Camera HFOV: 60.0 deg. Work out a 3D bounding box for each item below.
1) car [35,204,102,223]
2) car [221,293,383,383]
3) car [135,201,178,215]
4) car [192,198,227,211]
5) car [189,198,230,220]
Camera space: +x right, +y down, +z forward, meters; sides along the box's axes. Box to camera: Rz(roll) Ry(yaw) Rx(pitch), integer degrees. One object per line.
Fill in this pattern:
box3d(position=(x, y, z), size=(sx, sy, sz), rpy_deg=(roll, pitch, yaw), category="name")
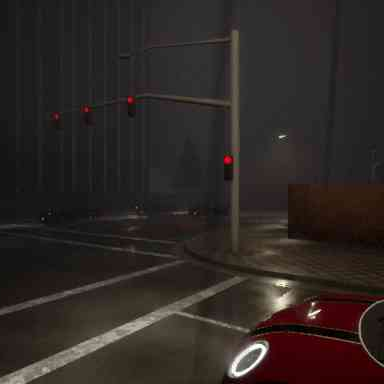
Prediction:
box3d(position=(-9.341, 1.601, 25.468), size=(1.895, 1.301, 4.718), rpy_deg=(0, 0, 35), category="car")
box3d(position=(2.429, 1.352, 2.225), size=(4.553, 1.767, 2.097), rpy_deg=(0, 0, 36), category="car")
box3d(position=(-3.560, 1.601, 33.624), size=(1.895, 1.301, 4.718), rpy_deg=(0, 0, 35), category="car")
box3d(position=(2.283, 1.491, 41.835), size=(2.128, 1.511, 4.902), rpy_deg=(0, 0, 36), category="car")
box3d(position=(1.660, 1.491, 28.572), size=(2.128, 1.511, 4.902), rpy_deg=(0, 0, 36), category="car")
